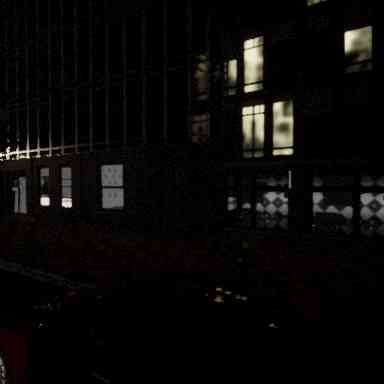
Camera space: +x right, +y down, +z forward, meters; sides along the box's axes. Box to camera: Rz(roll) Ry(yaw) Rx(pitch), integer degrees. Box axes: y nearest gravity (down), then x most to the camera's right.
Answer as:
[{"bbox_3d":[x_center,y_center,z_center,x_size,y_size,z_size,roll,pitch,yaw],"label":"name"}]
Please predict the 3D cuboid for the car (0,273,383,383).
[{"bbox_3d":[-0.406,1.501,3.223,4.206,1.307,1.802,1,2,36],"label":"car"}]
